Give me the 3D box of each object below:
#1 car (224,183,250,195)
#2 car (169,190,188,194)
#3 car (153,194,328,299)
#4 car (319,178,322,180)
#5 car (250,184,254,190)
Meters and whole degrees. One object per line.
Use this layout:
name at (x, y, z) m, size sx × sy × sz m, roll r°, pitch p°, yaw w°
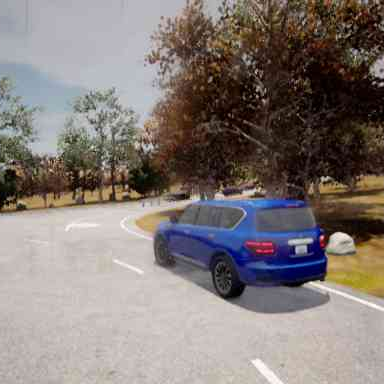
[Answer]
car at (6.996, -0.226, 54.552) m, size 1.837 × 1.490 × 4.892 m, roll 0°, pitch 5°, yaw 40°
car at (-2.222, 0.570, 48.839) m, size 2.128 × 1.511 × 4.902 m, roll 0°, pitch 4°, yaw 37°
car at (0.844, 1.196, 8.780) m, size 2.150 × 2.045 × 5.566 m, roll 0°, pitch 0°, yaw -28°
car at (28.634, -2.862, 77.478) m, size 1.994 × 1.385 × 4.181 m, roll 0°, pitch 5°, yaw 42°
car at (10.121, -0.953, 63.492) m, size 1.812 × 1.442 × 4.674 m, roll 0°, pitch 5°, yaw 44°
